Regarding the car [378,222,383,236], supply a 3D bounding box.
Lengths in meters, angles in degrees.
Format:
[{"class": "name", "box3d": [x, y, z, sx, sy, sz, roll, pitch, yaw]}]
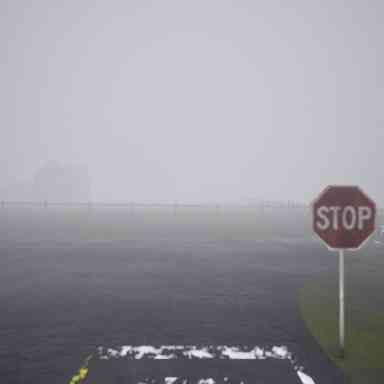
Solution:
[{"class": "car", "box3d": [11.895, 1.691, 16.470, 4.902, 1.511, 2.128, 1, -1, 0]}]
